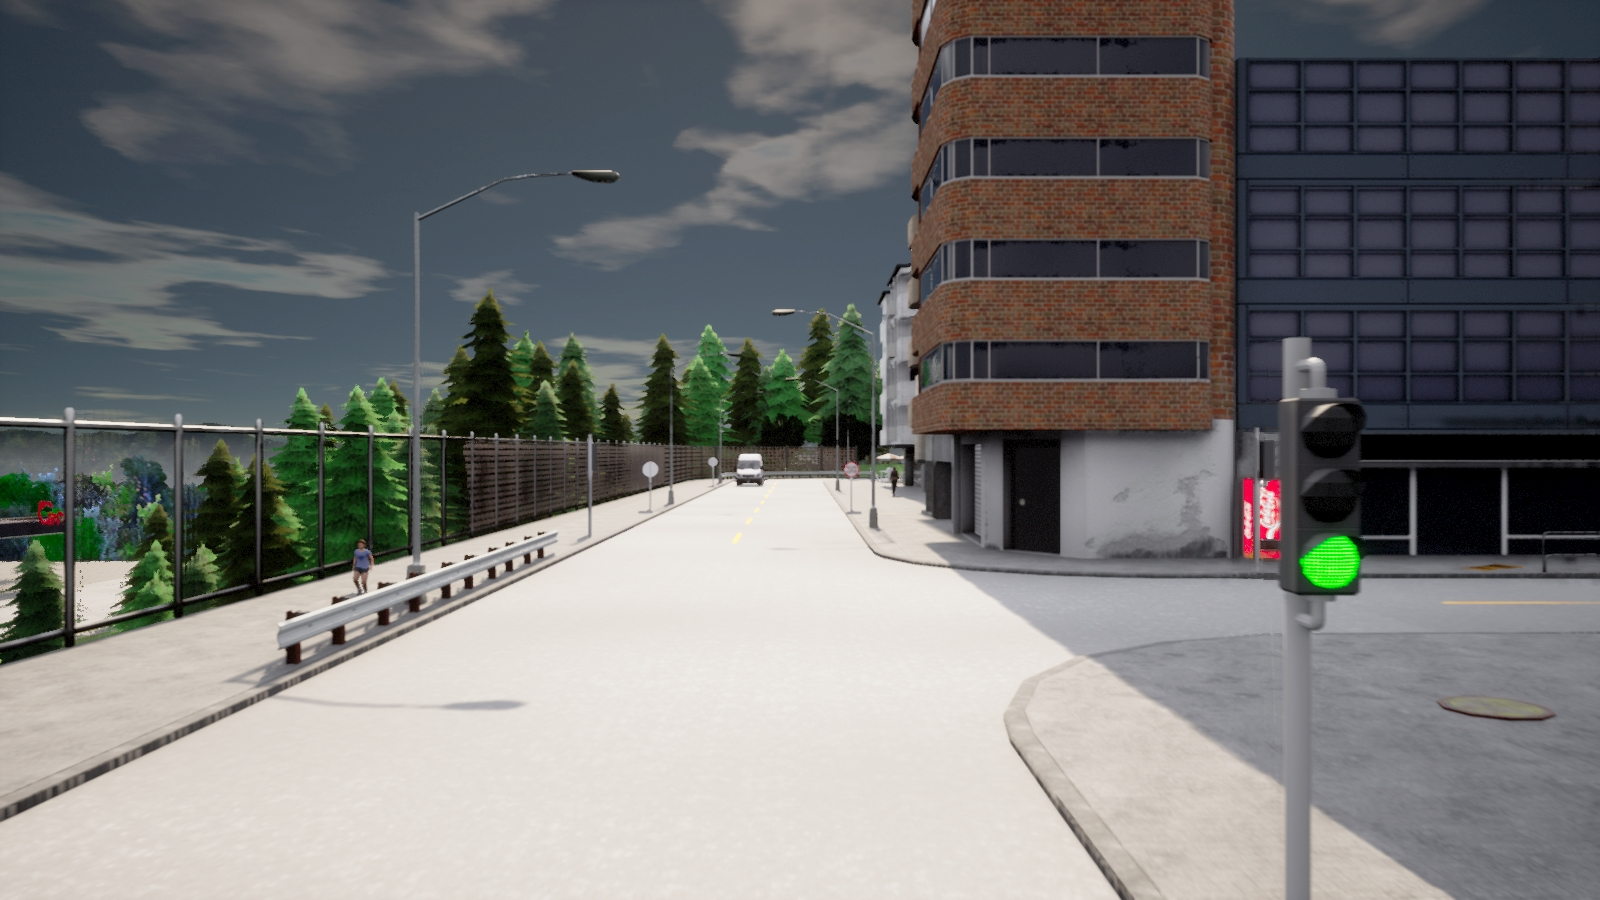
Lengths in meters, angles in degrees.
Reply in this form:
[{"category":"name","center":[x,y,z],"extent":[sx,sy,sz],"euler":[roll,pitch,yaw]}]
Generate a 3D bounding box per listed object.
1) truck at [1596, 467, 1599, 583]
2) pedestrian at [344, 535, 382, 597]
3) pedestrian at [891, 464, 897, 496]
[{"category":"truck","center":[19.544,1.585,23.002],"extent":[5.204,2.467,2.627],"euler":[0,0,0]},{"category":"pedestrian","center":[-8.109,2.141,21.214],"extent":[0.500,1.100,0.500],"euler":[0,0,0]},{"category":"pedestrian","center":[5.587,1.793,67.897],"extent":[0.375,1.860,0.375],"euler":[0,0,3]}]
